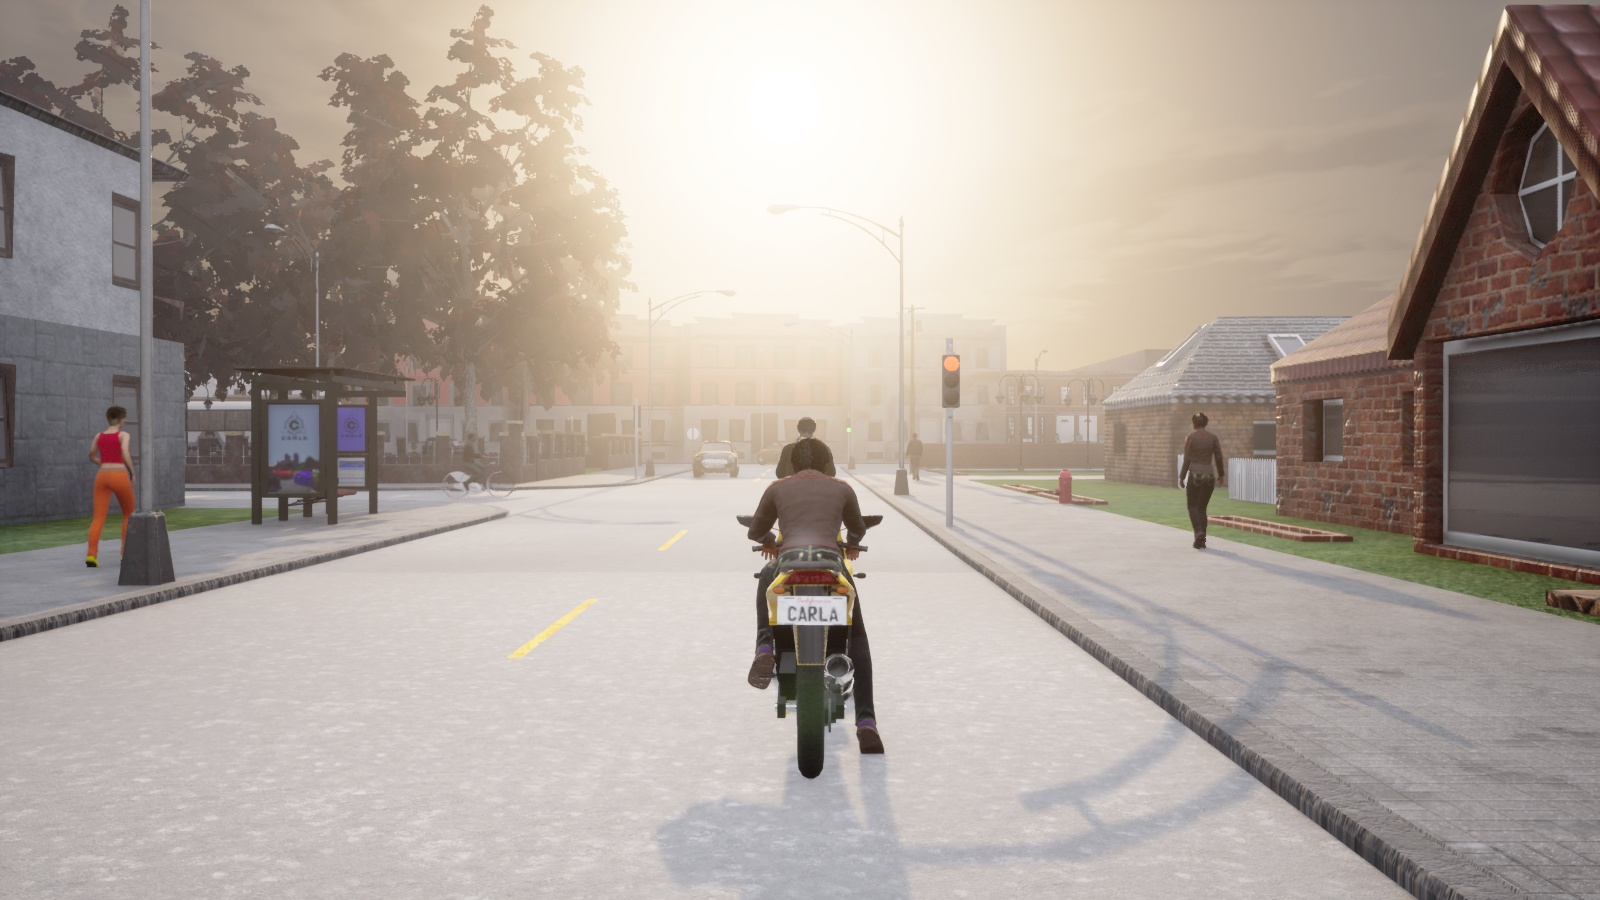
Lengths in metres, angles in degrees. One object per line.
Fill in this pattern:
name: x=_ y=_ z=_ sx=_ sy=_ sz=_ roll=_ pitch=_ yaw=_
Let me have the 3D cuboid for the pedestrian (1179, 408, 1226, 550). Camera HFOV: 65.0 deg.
pedestrian: x=5.231 y=0.368 z=16.359 sx=0.328 sy=1.805 sz=0.869 roll=0 pitch=0 yaw=0

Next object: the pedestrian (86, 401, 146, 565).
pedestrian: x=-7.827 y=0.369 z=14.383 sx=0.345 sy=1.836 sz=0.594 roll=0 pitch=0 yaw=1

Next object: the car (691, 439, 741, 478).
car: x=-3.748 y=0.354 z=56.532 sx=2.033 sy=1.649 sz=4.856 roll=0 pitch=0 yaw=-1

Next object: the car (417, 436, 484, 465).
car: x=-22.915 y=0.058 z=82.453 sx=3.866 sy=1.878 sz=1.905 roll=0 pitch=0 yaw=1

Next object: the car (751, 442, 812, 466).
car: x=-1.255 y=0.239 z=81.940 sx=2.128 sy=1.511 sz=4.902 roll=0 pitch=0 yaw=-26

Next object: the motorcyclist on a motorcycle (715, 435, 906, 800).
motorcyclist on a motorcycle: x=0.049 y=0.693 z=6.256 sx=0.797 sy=1.523 sz=2.044 roll=0 pitch=0 yaw=0

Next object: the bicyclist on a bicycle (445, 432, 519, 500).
bicyclist on a bicycle: x=-8.444 y=0.422 z=33.404 sx=1.843 sy=1.776 sz=0.659 roll=0 pitch=-1 yaw=-9

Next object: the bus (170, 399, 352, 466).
bus: x=-35.270 y=-1.124 z=82.490 sx=10.273 sy=4.253 sz=3.944 roll=0 pitch=0 yaw=1

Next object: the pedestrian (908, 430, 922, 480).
pedestrian: x=4.270 y=0.191 z=46.731 sx=0.431 sy=1.840 sz=0.703 roll=0 pitch=0 yaw=0
